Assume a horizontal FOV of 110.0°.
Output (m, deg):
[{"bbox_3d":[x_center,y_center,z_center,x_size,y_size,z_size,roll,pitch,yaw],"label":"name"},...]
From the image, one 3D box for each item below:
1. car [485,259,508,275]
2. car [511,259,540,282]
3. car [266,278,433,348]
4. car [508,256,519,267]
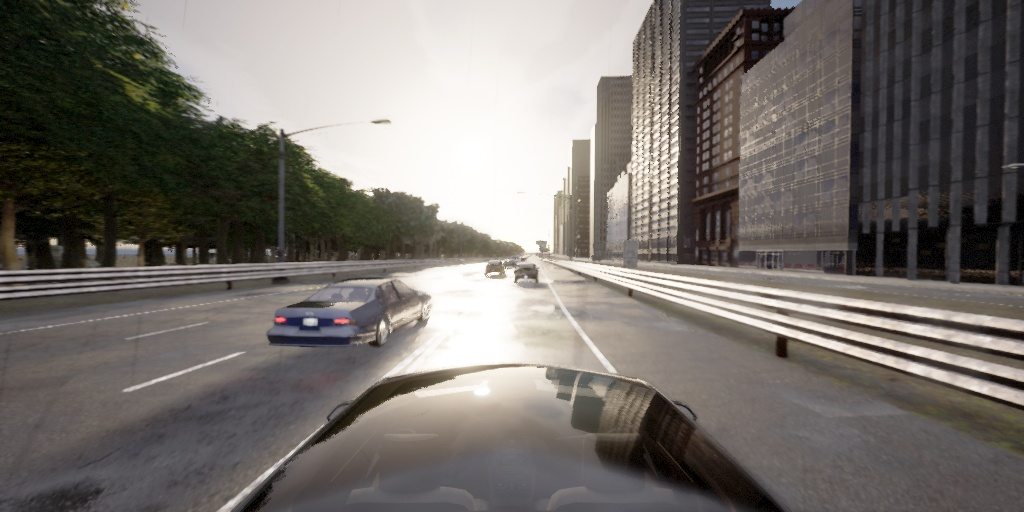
[{"bbox_3d":[-1.776,1.230,38.748,1.837,1.490,4.892,1,0,3],"label":"car"},{"bbox_3d":[1.185,1.262,28.776,1.837,1.490,4.892,0,0,4],"label":"car"},{"bbox_3d":[-3.578,1.265,9.128,2.033,1.411,5.357,1,0,3],"label":"car"},{"bbox_3d":[-0.491,1.232,60.705,2.128,1.511,4.902,1,0,3],"label":"car"}]
